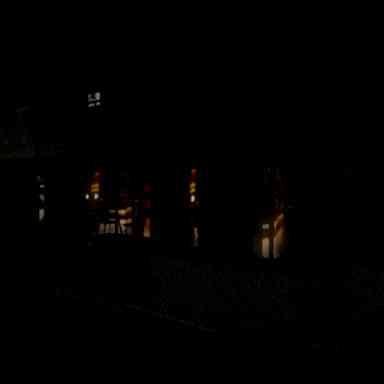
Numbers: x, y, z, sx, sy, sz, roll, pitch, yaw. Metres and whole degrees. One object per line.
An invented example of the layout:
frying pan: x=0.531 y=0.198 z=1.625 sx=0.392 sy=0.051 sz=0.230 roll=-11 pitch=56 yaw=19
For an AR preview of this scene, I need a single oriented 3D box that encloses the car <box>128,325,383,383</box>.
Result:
car: x=1.426 y=1.553 z=1.856 sx=4.403 sy=1.369 sz=2.008 roll=1 pitch=0 yaw=36
